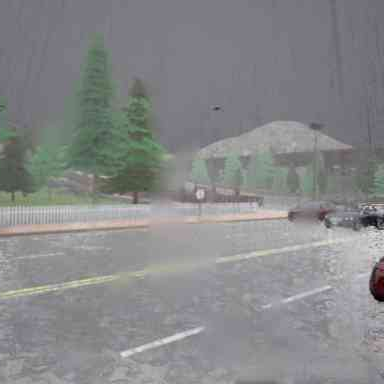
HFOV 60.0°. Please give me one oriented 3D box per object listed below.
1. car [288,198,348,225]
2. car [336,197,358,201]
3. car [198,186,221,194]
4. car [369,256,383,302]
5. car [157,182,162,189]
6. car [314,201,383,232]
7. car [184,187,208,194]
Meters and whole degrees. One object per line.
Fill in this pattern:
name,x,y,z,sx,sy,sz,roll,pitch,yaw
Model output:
car,8.896,1.410,23.916,5.008,1.535,1.882,1,1,-39
car,21.899,1.442,49.055,2.128,1.511,4.902,1,1,-39
car,2.870,0.160,59.955,2.150,2.045,5.566,1,4,-41
car,5.572,1.625,7.280,4.181,1.385,1.994,1,1,-43
car,-7.686,-1.662,72.164,2.097,1.767,4.553,1,8,-41
car,9.937,1.501,20.255,4.902,1.511,2.128,1,1,-39
car,-0.105,0.366,58.024,1.837,1.490,4.892,1,4,-41
